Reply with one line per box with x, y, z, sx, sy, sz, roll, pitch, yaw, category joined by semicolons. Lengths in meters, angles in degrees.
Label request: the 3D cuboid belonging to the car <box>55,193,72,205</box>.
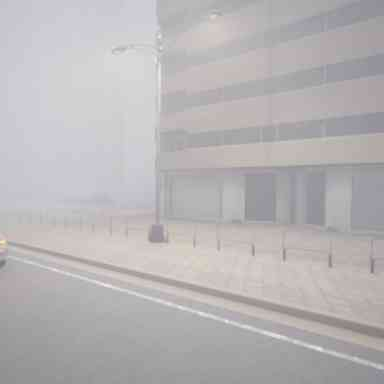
-16.183;0.940;45.509;2.128;1.511;4.902;1;1;37;car

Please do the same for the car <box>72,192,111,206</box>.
-12.956;0.853;43.965;2.097;1.767;4.553;1;1;37;car

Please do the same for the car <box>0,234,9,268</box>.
-6.845;1.361;9.354;4.674;1.442;1.812;1;1;39;car
